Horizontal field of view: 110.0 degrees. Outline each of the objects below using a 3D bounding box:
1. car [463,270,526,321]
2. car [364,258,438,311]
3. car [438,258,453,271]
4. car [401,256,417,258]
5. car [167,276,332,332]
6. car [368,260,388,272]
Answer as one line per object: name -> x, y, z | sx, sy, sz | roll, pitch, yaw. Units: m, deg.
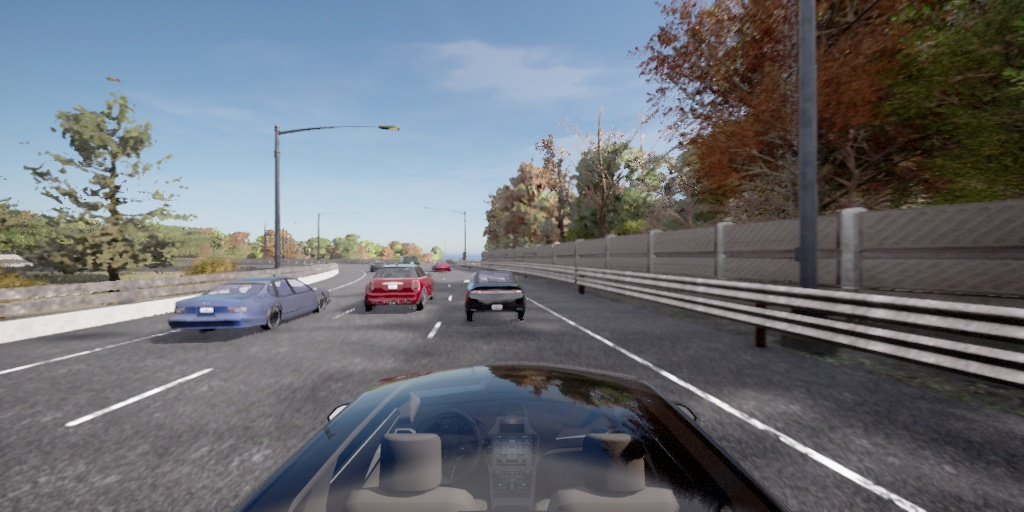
car -> -0.673, 1.240, 12.589 | 2.128, 1.511, 4.902 | 0, 0, -6
car -> -4.461, 1.113, 14.807 | 2.097, 1.767, 4.553 | 0, 0, -7
car -> -9.404, 1.330, 47.448 | 1.994, 1.385, 4.181 | 0, 0, -18
car -> -13.513, 1.002, 46.654 | 2.150, 2.045, 5.566 | 0, 0, -24
car -> -7.460, 1.320, 10.962 | 2.033, 1.411, 5.357 | 0, 0, -6
car -> -17.722, 1.286, 47.314 | 2.128, 1.511, 4.902 | 0, 0, -26
